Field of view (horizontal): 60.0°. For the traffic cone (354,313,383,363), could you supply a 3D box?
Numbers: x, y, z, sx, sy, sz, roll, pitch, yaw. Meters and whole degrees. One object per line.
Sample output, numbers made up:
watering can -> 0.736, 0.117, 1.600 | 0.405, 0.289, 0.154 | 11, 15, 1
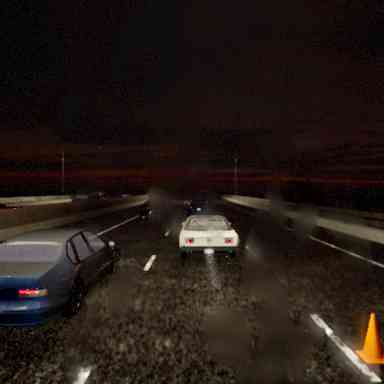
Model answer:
traffic cone -> 2.440, 1.937, 4.491 | 0.340, 0.580, 0.340 | 0, 0, 0

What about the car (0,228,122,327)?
car -> -2.966, 1.515, 7.333 | 2.033, 1.411, 5.357 | 0, 0, 0

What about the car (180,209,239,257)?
car -> 0.547, 1.548, 12.623 | 1.895, 1.301, 4.718 | 0, 0, 0

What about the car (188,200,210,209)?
car -> 0.587, 1.434, 30.059 | 1.994, 1.385, 4.181 | 0, 0, 0

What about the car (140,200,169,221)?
car -> -2.921, 1.362, 26.400 | 1.882, 1.535, 5.008 | 0, 0, 0

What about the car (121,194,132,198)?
car -> -13.412, 1.205, 68.259 | 2.128, 1.511, 4.902 | 0, 0, -1

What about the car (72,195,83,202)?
car -> -20.450, 1.277, 61.780 | 2.033, 1.411, 5.357 | 0, 0, 1

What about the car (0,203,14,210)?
car -> -13.631, 1.379, 21.725 | 1.882, 1.535, 5.008 | 0, 0, 0

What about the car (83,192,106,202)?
car -> -16.976, 0.955, 59.464 | 2.150, 2.045, 5.566 | 0, 0, 1
